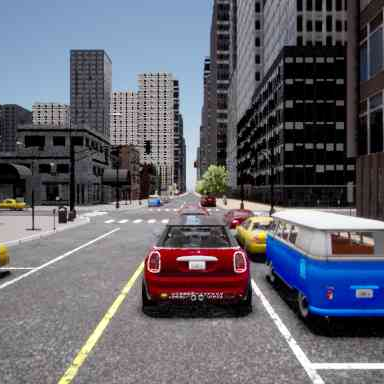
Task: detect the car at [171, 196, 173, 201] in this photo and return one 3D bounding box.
[{"bbox_3d":[-5.789,1.653,72.825,2.008,1.369,4.403,0,0,0],"label":"car"}]

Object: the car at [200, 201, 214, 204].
[{"bbox_3d":[0.077,1.482,17.374,1.882,1.535,5.008,0,0,0],"label":"car"}]

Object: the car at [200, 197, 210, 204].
[{"bbox_3d":[2.599,1.655,67.316,1.947,1.339,4.313,0,0,0],"label":"car"}]

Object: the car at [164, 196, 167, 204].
[{"bbox_3d":[-5.767,1.505,56.254,1.967,1.590,4.097,0,0,0],"label":"car"}]

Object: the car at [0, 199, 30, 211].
[{"bbox_3d":[-21.460,1.469,38.541,4.829,1.417,1.752,0,0,0],"label":"car"}]

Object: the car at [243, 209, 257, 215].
[{"bbox_3d":[2.671,1.527,12.863,1.752,1.417,4.829,0,0,0],"label":"car"}]

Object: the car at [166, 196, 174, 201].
[{"bbox_3d":[-5.811,1.673,89.227,1.752,1.417,4.829,0,0,0],"label":"car"}]

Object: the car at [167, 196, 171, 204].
[{"bbox_3d":[-5.782,1.529,67.303,1.967,1.590,4.097,0,0,0],"label":"car"}]

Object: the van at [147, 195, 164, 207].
[{"bbox_3d":[-5.760,1.395,50.730,1.690,1.788,3.998,0,0,0],"label":"van"}]

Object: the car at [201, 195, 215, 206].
[{"bbox_3d":[2.612,1.380,56.268,2.192,1.841,5.009,0,0,0],"label":"car"}]

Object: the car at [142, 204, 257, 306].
[{"bbox_3d":[0.089,1.352,8.168,2.097,1.767,4.553,0,0,0],"label":"car"}]

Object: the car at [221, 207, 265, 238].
[{"bbox_3d":[2.663,1.587,18.355,1.802,1.307,4.206,0,0,0],"label":"car"}]

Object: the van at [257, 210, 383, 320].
[{"bbox_3d":[2.678,1.341,7.028,1.690,1.788,3.998,0,0,0],"label":"van"}]

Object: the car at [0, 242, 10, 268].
[{"bbox_3d":[-5.701,1.525,6.847,1.752,1.417,4.829,0,0,0],"label":"car"}]

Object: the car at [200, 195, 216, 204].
[{"bbox_3d":[2.620,1.369,50.743,2.192,1.841,5.009,0,0,0],"label":"car"}]
